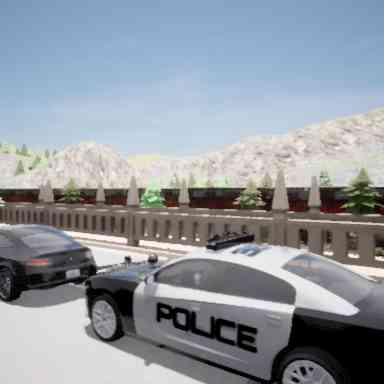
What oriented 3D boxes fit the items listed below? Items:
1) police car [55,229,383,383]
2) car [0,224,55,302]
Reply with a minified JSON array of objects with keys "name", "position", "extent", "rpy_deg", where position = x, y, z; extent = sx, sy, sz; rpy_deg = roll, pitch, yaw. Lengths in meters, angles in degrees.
[{"name":"police car","position":[0.426,1.434,4.858],"extent":[5.238,1.638,1.930],"rpy_deg":[0,0,36]},{"name":"car","position":[-4.357,1.537,8.294],"extent":[4.674,1.442,1.812],"rpy_deg":[0,0,36]}]
